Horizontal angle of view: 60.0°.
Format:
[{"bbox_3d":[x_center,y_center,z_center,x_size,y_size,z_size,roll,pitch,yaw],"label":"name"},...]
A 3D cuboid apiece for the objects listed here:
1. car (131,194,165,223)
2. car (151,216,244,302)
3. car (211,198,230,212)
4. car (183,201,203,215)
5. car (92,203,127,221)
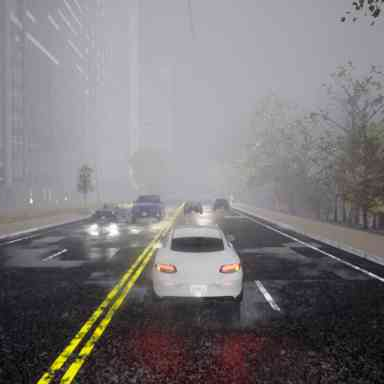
[{"bbox_3d":[-3.333,1.219,26.197,2.150,2.045,5.566,0,0,0],"label":"car"},{"bbox_3d":[0.103,1.525,8.112,1.812,1.442,4.674,0,0,0],"label":"car"},{"bbox_3d":[3.368,1.501,39.413,1.837,1.490,4.892,0,0,0],"label":"car"},{"bbox_3d":[0.116,1.597,33.837,1.895,1.301,4.718,0,0,0],"label":"car"},{"bbox_3d":[-6.582,1.598,26.907,1.895,1.301,4.718,0,0,0],"label":"car"}]
